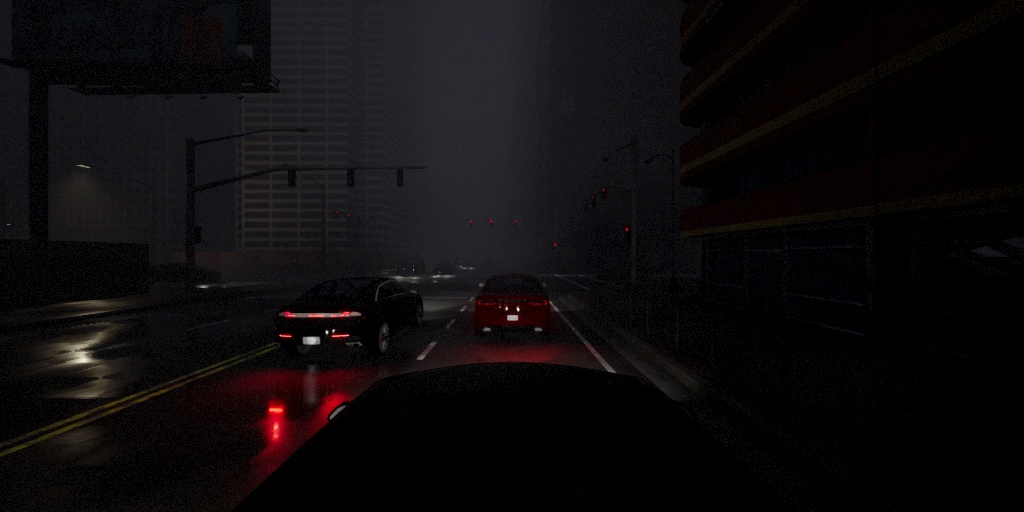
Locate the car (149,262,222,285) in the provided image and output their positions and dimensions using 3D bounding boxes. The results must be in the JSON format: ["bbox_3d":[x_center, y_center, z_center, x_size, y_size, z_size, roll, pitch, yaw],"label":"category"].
[{"bbox_3d":[-23.942,1.228,25.988,5.008,1.535,1.882,0,0,0],"label":"car"}]

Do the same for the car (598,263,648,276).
[{"bbox_3d":[11.322,1.351,36.790,4.718,1.301,1.895,0,0,2],"label":"car"}]

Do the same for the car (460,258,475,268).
[{"bbox_3d":[-7.518,1.297,62.353,2.033,1.411,5.357,0,0,0],"label":"car"}]

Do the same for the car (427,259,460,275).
[{"bbox_3d":[-7.378,1.297,39.234,2.033,1.411,5.357,0,0,0],"label":"car"}]

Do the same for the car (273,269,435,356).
[{"bbox_3d":[-3.477,1.241,8.592,2.128,1.511,4.902,0,0,-1],"label":"car"}]

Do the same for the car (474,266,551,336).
[{"bbox_3d":[0.011,1.228,10.481,1.882,1.535,5.008,0,0,0],"label":"car"}]

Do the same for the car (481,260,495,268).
[{"bbox_3d":[-3.808,1.313,56.368,1.994,1.385,4.181,0,0,0],"label":"car"}]

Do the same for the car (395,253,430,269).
[{"bbox_3d":[-10.877,0.973,38.839,2.150,2.045,5.566,0,0,0],"label":"car"}]
